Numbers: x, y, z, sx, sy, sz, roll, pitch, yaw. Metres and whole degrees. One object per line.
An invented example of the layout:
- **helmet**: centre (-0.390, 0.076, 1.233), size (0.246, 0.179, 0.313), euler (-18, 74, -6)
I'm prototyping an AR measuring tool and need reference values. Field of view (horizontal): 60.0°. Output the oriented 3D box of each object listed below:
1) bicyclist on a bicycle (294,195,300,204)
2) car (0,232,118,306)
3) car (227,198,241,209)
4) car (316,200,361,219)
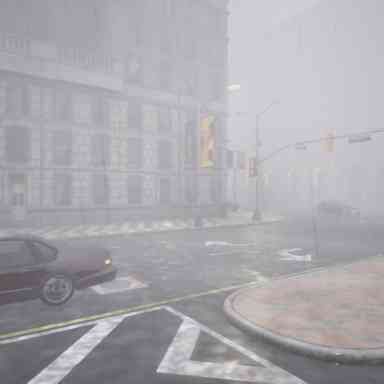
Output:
- **bicyclist on a bicycle**: centre (17.991, 1.300, 57.149), size (1.656, 1.620, 0.582), euler (0, 0, -35)
- **car**: centre (-4.235, 1.547, 6.515), size (5.357, 1.411, 2.033), euler (0, 0, -34)
- **car**: centre (4.322, 1.547, 45.332), size (2.033, 1.411, 5.357), euler (0, 0, -35)
- **car**: centre (12.948, 1.491, 29.644), size (2.128, 1.511, 4.902), euler (0, 0, -9)
